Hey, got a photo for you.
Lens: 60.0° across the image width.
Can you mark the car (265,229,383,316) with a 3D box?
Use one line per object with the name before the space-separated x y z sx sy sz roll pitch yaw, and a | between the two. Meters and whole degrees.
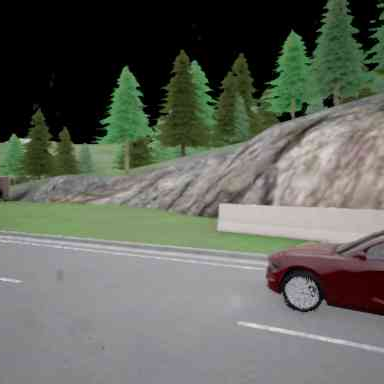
car | 3.743 1.330 5.627 5.008 1.535 1.882 1 1 34
